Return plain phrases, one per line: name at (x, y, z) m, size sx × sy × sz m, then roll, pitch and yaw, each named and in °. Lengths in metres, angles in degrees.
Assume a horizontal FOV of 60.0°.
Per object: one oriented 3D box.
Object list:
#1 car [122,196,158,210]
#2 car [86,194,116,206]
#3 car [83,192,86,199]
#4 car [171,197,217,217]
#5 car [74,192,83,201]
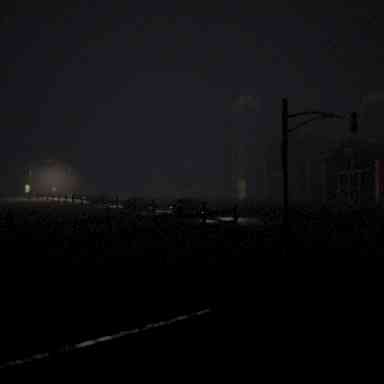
car at (-5.627, 1.173, 35.527) m, size 2.033 × 1.411 × 5.357 m, roll -1°, pitch 1°, yaw -36°
car at (-11.827, 1.072, 44.125) m, size 2.033 × 1.411 × 5.357 m, roll -1°, pitch 1°, yaw -36°
car at (-15.702, 0.984, 54.371) m, size 1.895 × 1.301 × 4.718 m, roll -1°, pitch 1°, yaw -36°
car at (0.100, 1.222, 27.593) m, size 1.837 × 1.490 × 4.892 m, roll -1°, pitch 1°, yaw -36°
car at (-20.575, 0.806, 61.091) m, size 1.837 × 1.490 × 4.892 m, roll -1°, pitch 1°, yaw -36°
